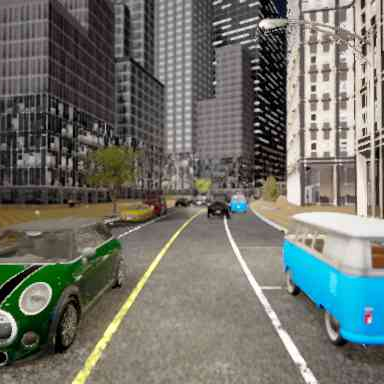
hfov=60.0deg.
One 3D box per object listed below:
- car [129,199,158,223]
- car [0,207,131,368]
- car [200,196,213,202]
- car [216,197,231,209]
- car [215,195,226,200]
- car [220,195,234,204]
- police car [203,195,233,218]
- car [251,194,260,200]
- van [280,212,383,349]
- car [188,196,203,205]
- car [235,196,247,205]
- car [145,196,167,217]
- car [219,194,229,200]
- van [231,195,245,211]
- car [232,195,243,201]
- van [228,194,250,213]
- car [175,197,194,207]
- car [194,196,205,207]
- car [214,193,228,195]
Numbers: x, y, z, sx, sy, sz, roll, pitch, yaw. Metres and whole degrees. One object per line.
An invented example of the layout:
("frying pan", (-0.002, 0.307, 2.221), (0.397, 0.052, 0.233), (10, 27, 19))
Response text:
("car", (-4.147, 1.488, 25.493), (1.752, 1.417, 4.829), (1, 0, 5))
("car", (-2.713, 1.341, 6.112), (2.097, 1.767, 4.553), (0, 0, 2))
("car", (3.113, 1.480, 70.640), (1.802, 1.307, 4.206), (1, 0, 13))
("car", (4.331, 1.448, 44.934), (1.812, 1.442, 4.674), (0, 0, 9))
("car", (7.439, 1.447, 86.911), (1.947, 1.339, 4.313), (1, 0, 16))
("car", (6.584, 1.371, 62.150), (1.882, 1.535, 5.008), (0, 0, 13))
("police car", (2.348, 1.376, 29.283), (1.930, 1.638, 5.238), (0, 0, 6))
("car", (15.761, 1.408, 86.757), (1.947, 1.339, 4.313), (1, 0, 17))
("van", (2.809, 1.333, 6.020), (1.690, 1.788, 3.998), (1, 0, 2))
("car", (0.695, 1.480, 59.555), (1.947, 1.339, 4.313), (1, 0, 11))
("car", (8.729, 1.415, 58.837), (1.752, 1.417, 4.829), (1, 0, 12))
("car", (-3.588, 1.270, 31.302), (2.192, 1.841, 5.009), (1, 0, 6))
("car", (8.992, 1.402, 92.008), (1.752, 1.417, 4.829), (1, 0, 17))
("van", (5.711, 1.266, 41.222), (1.690, 1.788, 3.998), (1, 0, 8))
("car", (10.966, 1.406, 80.053), (1.895, 1.301, 4.718), (0, 0, 16))
("van", (4.945, 1.277, 35.409), (1.690, 1.788, 3.998), (1, 0, 7))
("car", (-1.326, 1.497, 48.334), (1.947, 1.339, 4.313), (1, 0, 9))
("car", (1.414, 1.416, 49.482), (2.128, 1.511, 4.902), (0, 0, 10))
("car", (3.491, 1.157, 39.067), (2.150, 2.045, 5.566), (0, 0, 8))
